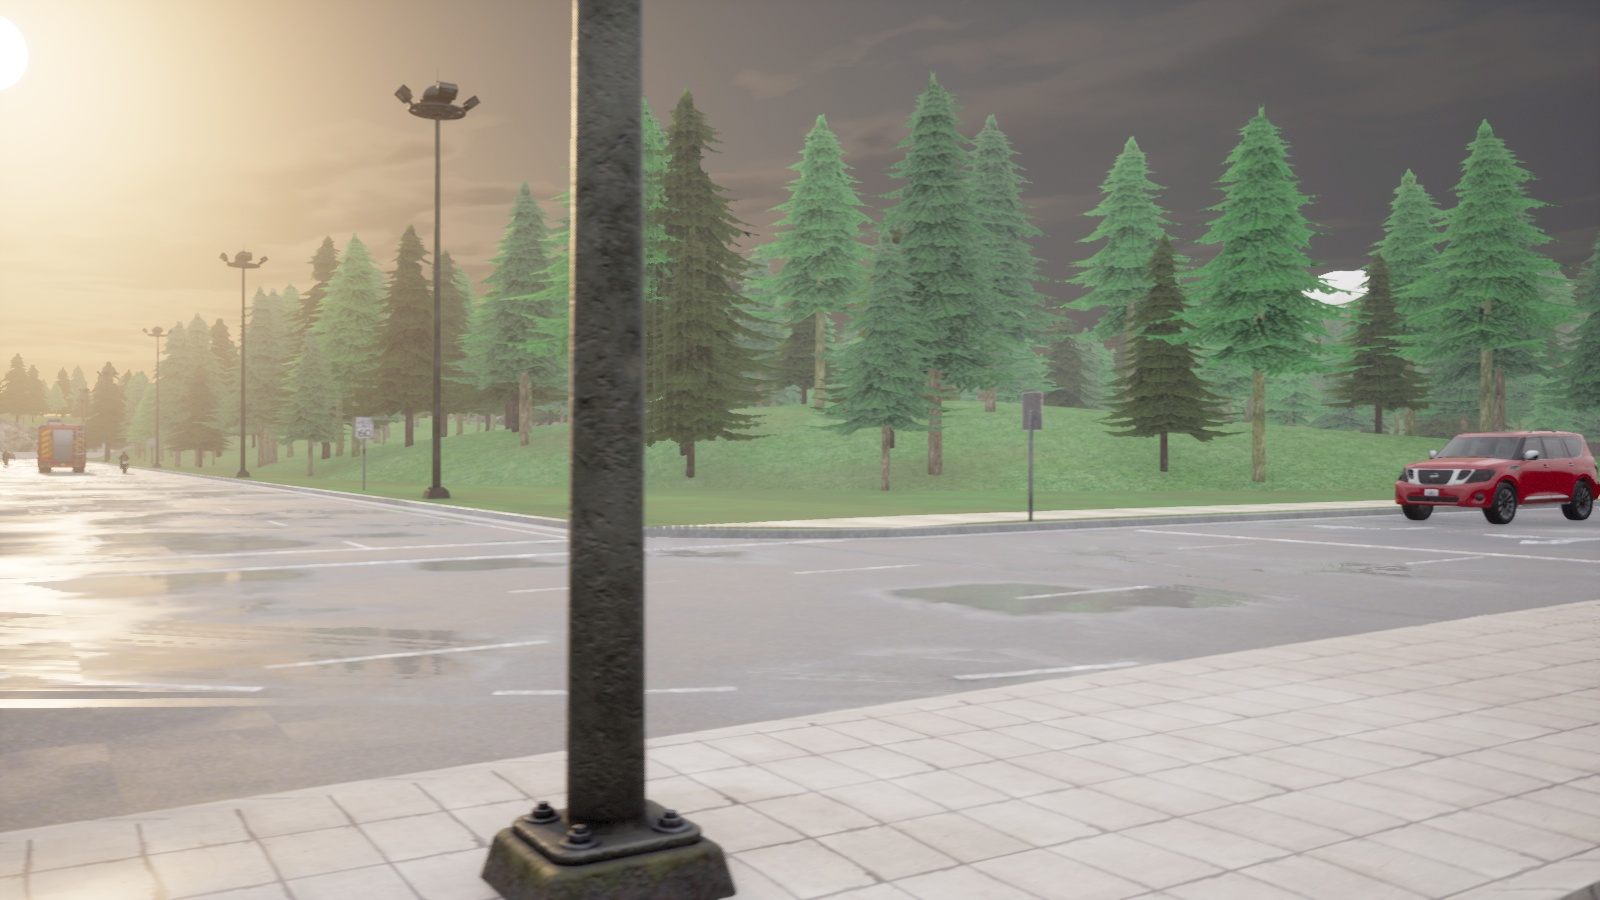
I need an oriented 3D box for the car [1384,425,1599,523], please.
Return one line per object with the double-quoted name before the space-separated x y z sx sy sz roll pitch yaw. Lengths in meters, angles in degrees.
"car" 15.900 0.501 28.506 5.566 2.045 2.150 0 0 -33
